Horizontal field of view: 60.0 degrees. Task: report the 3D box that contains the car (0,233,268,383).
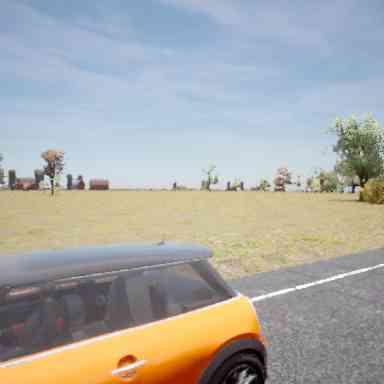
[{"bbox_3d":[-1.477,1.352,2.939,4.553,1.767,2.097,0,0,-35],"label":"car"}]
